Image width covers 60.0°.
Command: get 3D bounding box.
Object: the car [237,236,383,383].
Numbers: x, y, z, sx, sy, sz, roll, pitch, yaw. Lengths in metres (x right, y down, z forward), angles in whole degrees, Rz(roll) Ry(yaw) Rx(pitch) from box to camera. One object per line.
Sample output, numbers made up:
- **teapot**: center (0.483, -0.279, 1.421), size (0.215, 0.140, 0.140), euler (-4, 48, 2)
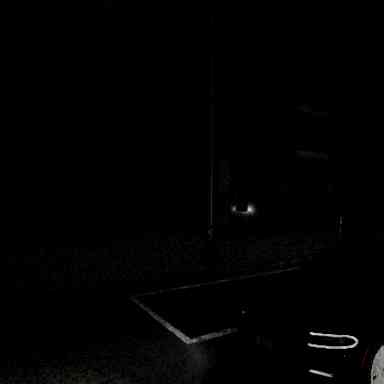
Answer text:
- **car**: center (2.969, 1.478, 5.168), size (5.008, 1.535, 1.882), euler (0, 0, -31)
